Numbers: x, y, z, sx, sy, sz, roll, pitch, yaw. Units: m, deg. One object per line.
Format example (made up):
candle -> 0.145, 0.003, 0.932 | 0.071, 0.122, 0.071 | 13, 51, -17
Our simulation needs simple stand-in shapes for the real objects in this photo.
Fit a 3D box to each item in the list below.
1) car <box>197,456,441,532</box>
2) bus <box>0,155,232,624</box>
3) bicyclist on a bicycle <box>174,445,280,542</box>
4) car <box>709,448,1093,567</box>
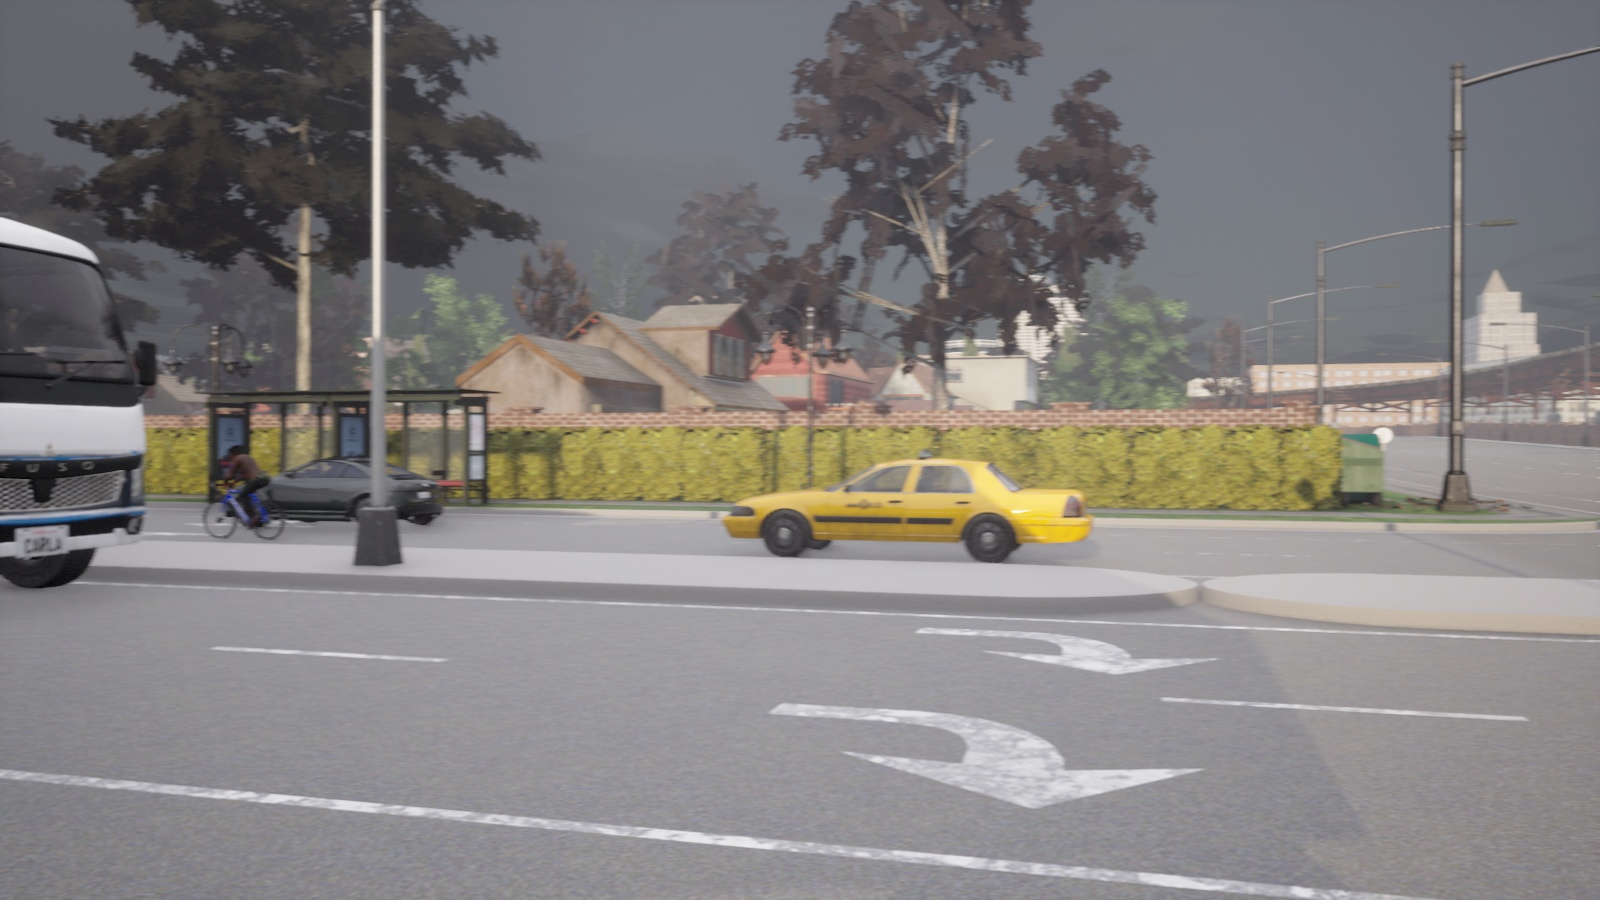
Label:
car -> -9.550, 0.830, 25.035 | 4.181, 1.385, 1.994 | 0, 0, 15
bus -> -11.948, -0.571, 13.766 | 10.273, 4.253, 3.944 | 0, 0, 15
bicyclist on a bicycle -> -9.789, 0.733, 21.473 | 1.656, 1.620, 0.582 | 0, 0, 15
car -> 1.503, 0.767, 18.387 | 5.366, 1.575, 1.801 | 0, 0, 15
